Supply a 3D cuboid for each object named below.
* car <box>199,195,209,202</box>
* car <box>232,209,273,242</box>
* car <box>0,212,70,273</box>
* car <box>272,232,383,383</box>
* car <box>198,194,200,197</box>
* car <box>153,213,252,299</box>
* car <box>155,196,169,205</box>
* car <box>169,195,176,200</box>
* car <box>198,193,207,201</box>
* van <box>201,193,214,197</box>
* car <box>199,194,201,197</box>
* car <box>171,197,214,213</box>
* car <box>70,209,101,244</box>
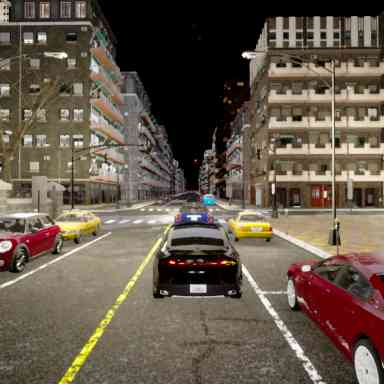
[{"bbox_3d":[2.759,1.503,76.746,2.008,1.369,4.403,1,0,0],"label":"car"},{"bbox_3d":[2.712,1.527,16.239,1.752,1.417,4.829,1,0,0],"label":"car"},{"bbox_3d":[-5.672,1.442,10.478,1.967,1.590,4.097,1,0,0],"label":"car"},{"bbox_3d":[2.703,1.546,4.835,1.887,1.381,4.507,1,0,0],"label":"car"},{"bbox_3d":[2.750,1.534,65.404,1.947,1.339,4.313,1,0,0],"label":"car"},{"bbox_3d":[0.109,1.506,8.458,1.837,1.490,4.892,0,0,0],"label":"car"},{"bbox_3d":[-5.635,1.556,59.796,1.802,1.307,4.206,1,0,0],"label":"car"},{"bbox_3d":[-5.613,1.516,88.152,1.802,1.307,4.206,1,0,0],"label":"car"},{"bbox_3d":[2.771,1.249,88.088,2.192,1.841,5.009,1,0,0],"label":"car"},{"bbox_3d":[2.744,1.321,54.061,1.690,1.788,3.998,1,0,0],"label":"van"},{"bbox_3d":[2.745,1.519,59.734,1.887,1.381,4.507,1,0,0],"label":"car"},{"bbox_3d":[0.134,1.354,18.718,2.097,1.767,4.553,0,0,1],"label":"car"},{"bbox_3d":[-5.669,1.527,15.923,1.752,1.417,4.829,1,0,0],"label":"car"}]
